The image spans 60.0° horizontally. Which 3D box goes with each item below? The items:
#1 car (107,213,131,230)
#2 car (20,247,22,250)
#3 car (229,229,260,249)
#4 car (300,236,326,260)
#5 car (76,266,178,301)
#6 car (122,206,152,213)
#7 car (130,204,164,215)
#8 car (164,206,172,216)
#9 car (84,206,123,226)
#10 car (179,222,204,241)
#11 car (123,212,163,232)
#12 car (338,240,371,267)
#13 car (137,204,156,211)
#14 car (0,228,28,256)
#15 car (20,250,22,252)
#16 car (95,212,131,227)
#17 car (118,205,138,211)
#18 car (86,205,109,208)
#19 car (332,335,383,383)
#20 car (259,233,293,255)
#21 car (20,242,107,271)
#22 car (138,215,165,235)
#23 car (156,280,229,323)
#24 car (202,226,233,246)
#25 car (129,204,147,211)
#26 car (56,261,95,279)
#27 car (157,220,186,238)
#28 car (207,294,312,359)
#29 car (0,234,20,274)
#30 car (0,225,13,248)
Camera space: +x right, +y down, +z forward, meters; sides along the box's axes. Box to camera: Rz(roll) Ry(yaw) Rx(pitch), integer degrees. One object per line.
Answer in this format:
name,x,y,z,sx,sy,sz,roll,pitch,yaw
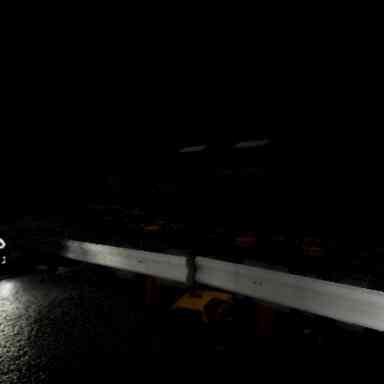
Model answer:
car,-8.075,3.906,42.202,2.231,1.521,4.892,1,1,21
car,-11.160,4.014,22.378,2.435,2.045,5.566,0,2,21
car,5.319,4.215,30.660,1.946,1.575,5.366,1,0,21
car,9.764,4.319,26.756,1.946,1.575,5.366,1,0,21
car,-2.067,4.227,14.404,2.435,2.045,5.566,0,2,21
car,-11.254,4.219,66.904,5.366,1.575,1.946,2,0,21
car,-9.420,4.040,69.255,5.566,2.045,2.435,2,0,21
car,-7.491,4.398,71.545,4.674,1.452,2.002,2,1,21
car,-12.518,3.550,46.127,2.435,2.045,5.566,1,0,21
car,0.818,4.143,34.418,2.163,1.488,4.792,1,0,21
car,-5.840,3.832,40.273,2.185,1.767,4.553,1,1,21
car,11.925,4.404,24.601,2.163,1.488,4.792,1,1,21
car,-12.775,4.194,93.242,4.553,1.767,2.185,1,0,21
car,-15.715,4.035,26.314,2.185,1.767,4.553,0,2,21
car,-8.885,4.348,20.394,2.163,1.488,4.792,0,2,21
car,-10.301,3.893,44.149,2.002,1.452,4.674,1,0,21
car,-16.913,4.222,88.409,4.792,1.488,2.163,1,-1,20
car,-23.558,3.988,80.682,4.892,1.521,2.231,1,-1,21
car,4.742,4.667,8.431,2.163,1.488,4.792,0,2,21
car,7.485,4.270,28.531,2.097,1.535,5.008,1,0,21
car,-6.637,4.122,18.334,2.435,2.045,5.566,1,2,21
car,-3.692,4.007,38.119,1.946,1.575,5.366,1,1,21
car,0.252,4.524,12.563,1.946,1.575,5.366,0,2,21
car,3.029,4.166,32.440,2.097,1.535,5.008,1,1,22
car,-14.763,4.134,91.008,4.553,1.767,2.185,1,-1,21
car,-4.339,4.427,16.381,2.231,1.521,4.892,1,2,21
car,-1.413,4.063,36.347,2.231,1.521,4.892,1,1,21
car,2.449,4.335,10.360,2.435,2.045,5.566,1,2,21
car,-6.943,1.429,9.341,4.553,1.767,2.097,-4,-2,42
car,-17.994,3.981,28.306,2.185,1.767,4.553,0,2,21
